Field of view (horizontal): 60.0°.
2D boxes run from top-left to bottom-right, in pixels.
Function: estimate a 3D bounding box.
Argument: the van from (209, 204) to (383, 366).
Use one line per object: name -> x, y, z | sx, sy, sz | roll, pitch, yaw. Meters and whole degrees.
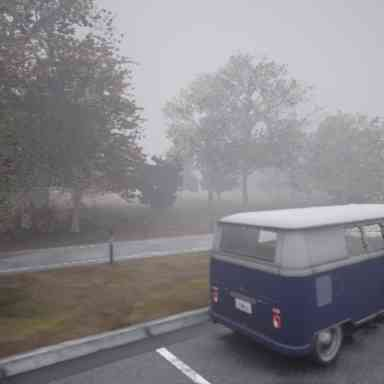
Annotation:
van -> 2.484, 1.249, 5.773 | 4.442, 1.987, 1.878 | -1, 0, -35
